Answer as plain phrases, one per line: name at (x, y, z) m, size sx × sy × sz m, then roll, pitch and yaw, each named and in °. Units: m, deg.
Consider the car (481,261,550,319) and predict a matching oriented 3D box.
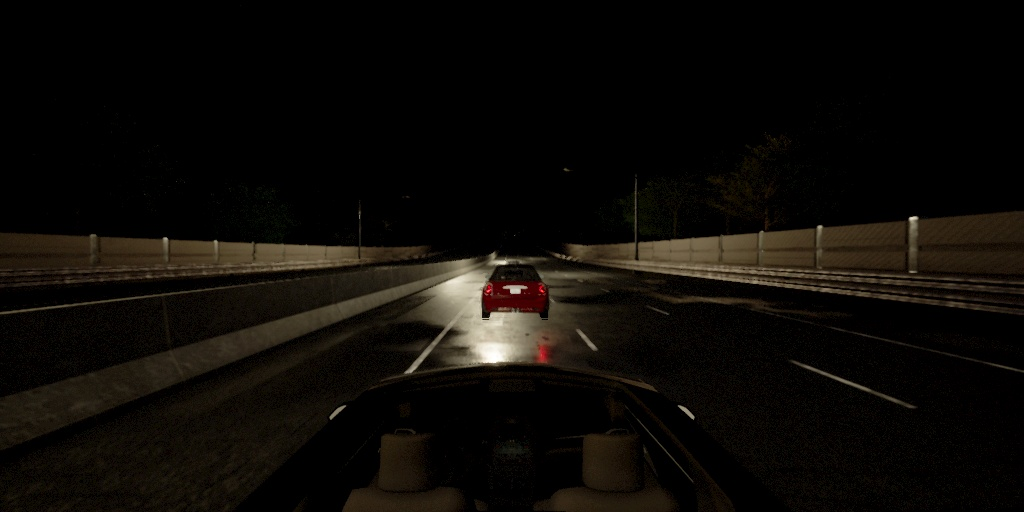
car at (0.099, 1.060, 12.760) m, size 2.097 × 1.767 × 4.553 m, roll 0°, pitch 0°, yaw 0°
